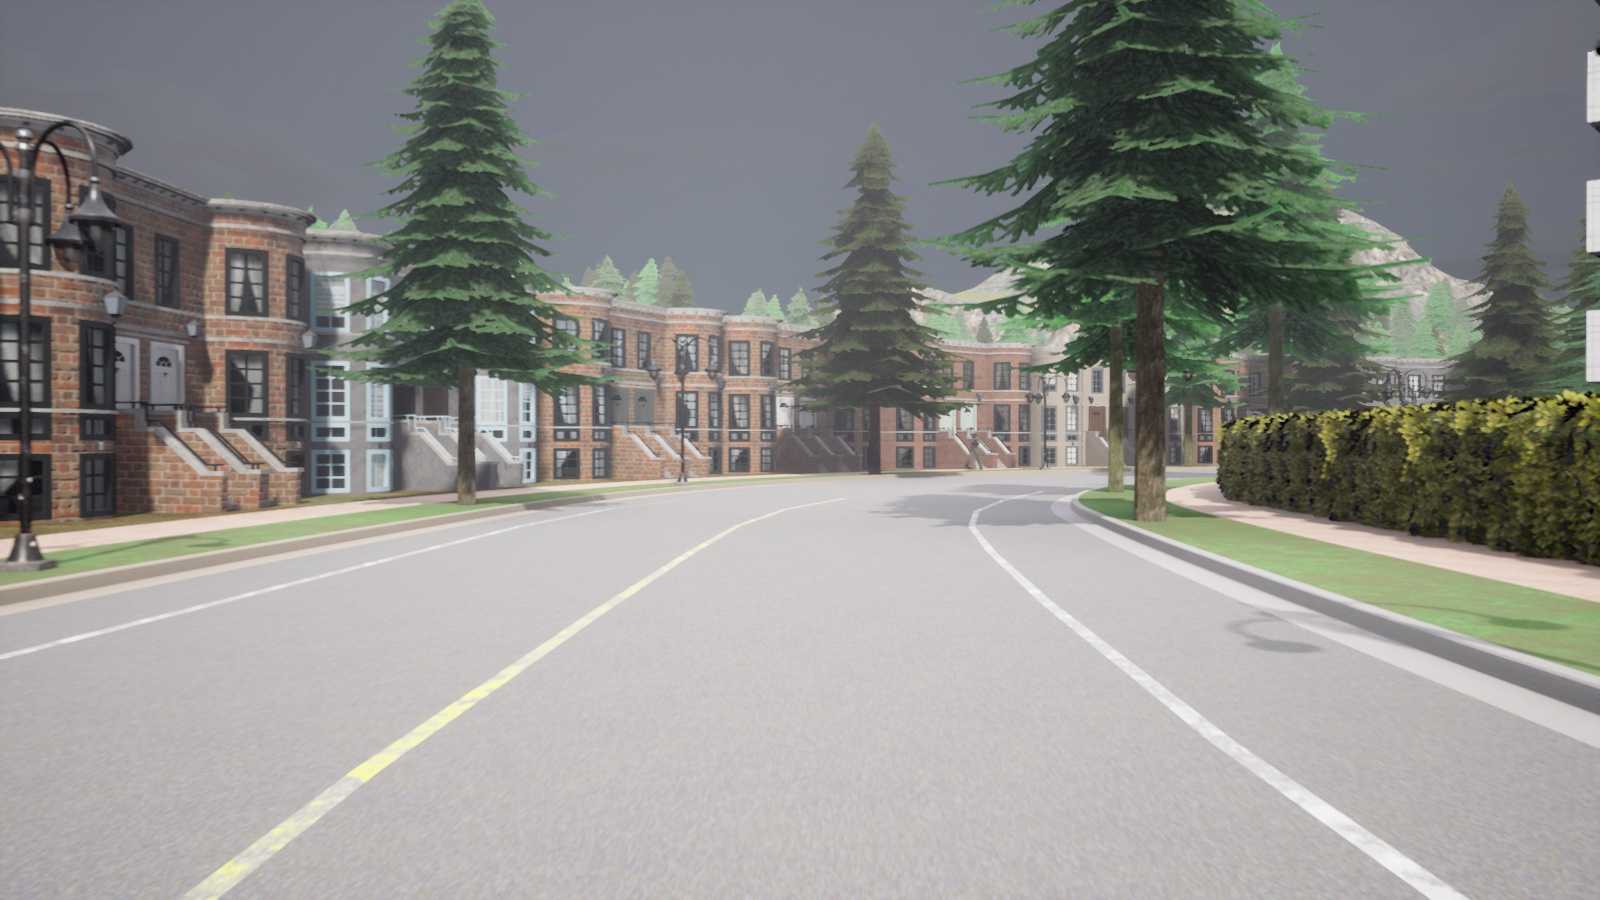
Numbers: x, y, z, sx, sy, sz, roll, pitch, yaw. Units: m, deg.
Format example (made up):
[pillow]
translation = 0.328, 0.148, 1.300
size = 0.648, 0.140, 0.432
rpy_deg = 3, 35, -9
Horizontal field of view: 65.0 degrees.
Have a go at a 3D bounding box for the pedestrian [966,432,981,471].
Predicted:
[pedestrian]
translation = 8.568, 0.063, 61.895
size = 0.666, 1.930, 0.402
rpy_deg = 0, 0, -40
